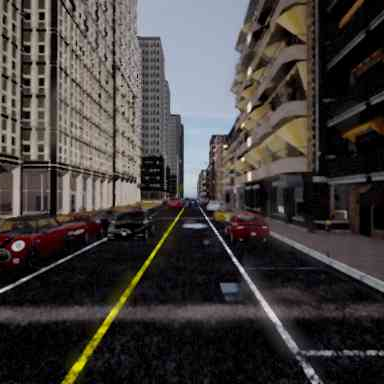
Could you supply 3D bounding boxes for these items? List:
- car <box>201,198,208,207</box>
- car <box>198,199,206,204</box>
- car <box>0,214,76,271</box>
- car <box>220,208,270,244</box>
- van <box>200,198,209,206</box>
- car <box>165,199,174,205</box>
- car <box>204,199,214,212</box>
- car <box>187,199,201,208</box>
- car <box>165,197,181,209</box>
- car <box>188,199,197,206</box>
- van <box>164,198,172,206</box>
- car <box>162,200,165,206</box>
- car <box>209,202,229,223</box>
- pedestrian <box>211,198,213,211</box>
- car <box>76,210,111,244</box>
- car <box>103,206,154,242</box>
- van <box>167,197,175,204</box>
[{"bbox_3d":[2.711,2.362,67.670,1.802,1.307,4.206,0,-1,0],"label":"car"},{"bbox_3d":[2.718,2.606,90.263,2.008,1.369,4.403,0,-1,0],"label":"car"},{"bbox_3d":[-5.686,1.566,11.193,1.967,1.590,4.097,0,-1,0],"label":"car"},{"bbox_3d":[2.696,1.734,16.836,1.887,1.381,4.507,0,-1,0],"label":"car"},{"bbox_3d":[2.713,2.190,73.321,1.690,1.788,3.998,0,-1,0],"label":"van"},{"bbox_3d":[-5.664,2.536,84.618,2.008,1.369,4.403,0,-1,0],"label":"car"},{"bbox_3d":[3.015,2.057,46.643,1.812,1.442,4.674,0,-1,0],"label":"car"},{"bbox_3d":[0.079,2.095,64.265,2.097,1.767,4.553,0,0,-2],"label":"car"},{"bbox_3d":[-3.034,1.893,58.558,2.150,2.045,5.566,0,-1,1],"label":"car"},{"bbox_3d":[0.024,2.442,76.679,1.994,1.385,4.181,0,-1,0],"label":"car"},{"bbox_3d":[-5.667,2.258,78.972,1.690,1.788,3.998,0,-1,0],"label":"van"},{"bbox_3d":[-5.667,2.414,73.321,1.947,1.339,4.313,0,-1,0],"label":"car"},{"bbox_3d":[2.699,1.843,28.304,1.752,1.417,4.829,0,-1,0],"label":"car"},{"bbox_3d":[3.016,1.858,49.481,0.375,1.860,0.375,0,-1,-2],"label":"pedestrian"},{"bbox_3d":[-5.684,1.771,16.838,1.802,1.307,4.206,0,-1,0],"label":"car"},{"bbox_3d":[-3.093,1.702,17.566,1.837,1.490,4.892,0,-1,0],"label":"car"},{"bbox_3d":[-5.663,2.396,90.269,1.690,1.788,3.998,0,-1,0],"label":"van"}]
